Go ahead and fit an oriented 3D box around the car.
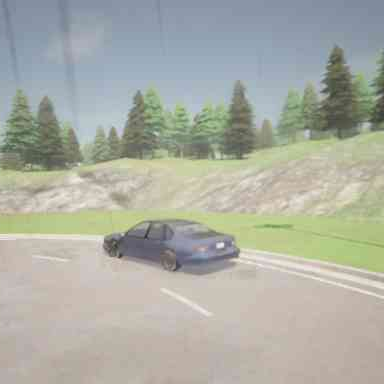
[{"bbox_3d":[-0.946,1.592,11.055,2.033,1.411,5.357,-2,0,-44],"label":"car"}]
